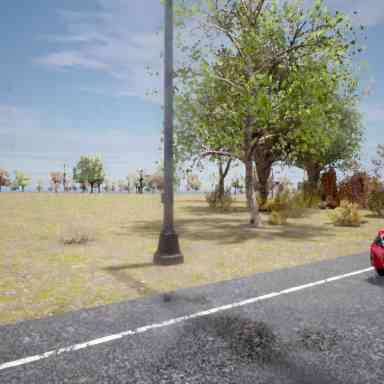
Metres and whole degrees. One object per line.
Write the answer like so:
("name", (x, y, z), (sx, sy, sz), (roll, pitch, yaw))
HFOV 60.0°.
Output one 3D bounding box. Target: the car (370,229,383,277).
("car", (7.132, 1.222, 9.062), (5.566, 2.045, 2.150), (0, 0, -35))
